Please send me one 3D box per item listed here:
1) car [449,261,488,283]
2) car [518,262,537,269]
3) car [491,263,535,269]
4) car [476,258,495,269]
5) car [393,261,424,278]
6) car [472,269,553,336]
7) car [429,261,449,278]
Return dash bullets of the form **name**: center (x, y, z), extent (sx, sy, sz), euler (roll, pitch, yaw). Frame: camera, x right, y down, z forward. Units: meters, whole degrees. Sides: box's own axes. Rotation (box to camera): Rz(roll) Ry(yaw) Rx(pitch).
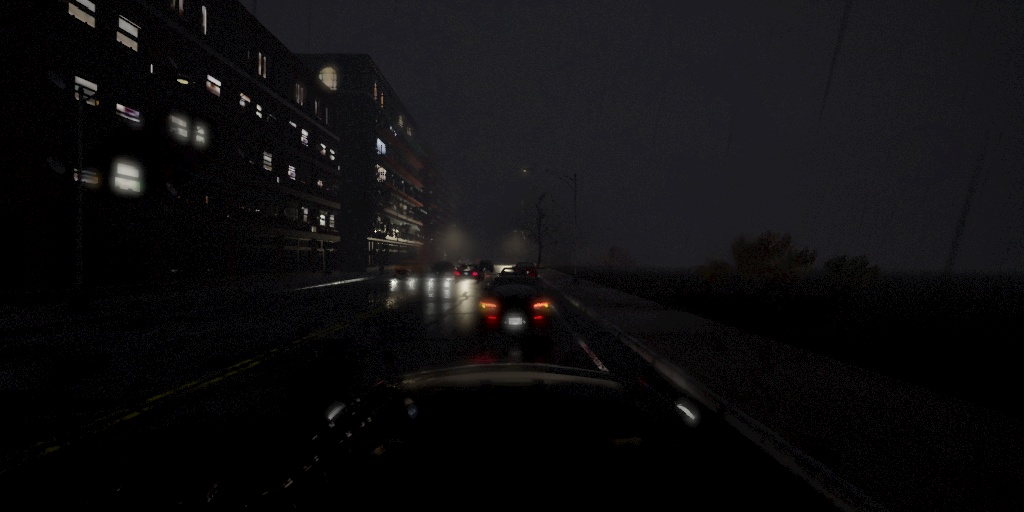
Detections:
- **car**: center (-3.210, 1.300, 27.641), extent (2.033, 1.411, 5.357), euler (0, 0, 0)
- **car**: center (1.071, 1.232, 29.935), extent (1.882, 1.535, 5.008), euler (0, 0, 0)
- **car**: center (0.057, 1.317, 20.407), extent (1.994, 1.385, 4.181), euler (0, 0, 0)
- **car**: center (-3.249, 1.256, 44.515), extent (1.837, 1.490, 4.892), euler (0, -1, 0)
- **car**: center (-9.928, 1.231, 34.728), extent (1.882, 1.535, 5.008), euler (0, 0, 0)
- **car**: center (0.072, 1.277, 10.239), extent (1.812, 1.442, 4.674), euler (0, 0, 0)
- **car**: center (-6.679, 1.258, 34.644), extent (1.837, 1.490, 4.892), euler (0, 0, 0)
